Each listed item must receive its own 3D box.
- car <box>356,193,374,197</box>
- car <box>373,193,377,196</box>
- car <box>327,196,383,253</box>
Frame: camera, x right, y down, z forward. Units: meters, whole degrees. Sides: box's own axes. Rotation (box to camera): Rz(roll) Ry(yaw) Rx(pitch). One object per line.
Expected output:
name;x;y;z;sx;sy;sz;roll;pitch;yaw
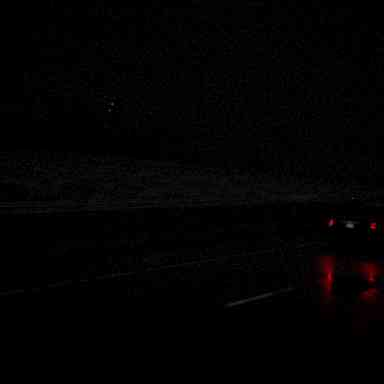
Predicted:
car;24.373;0.902;46.824;4.553;1.767;2.097;-1;0;-36
car;26.752;1.041;44.233;4.902;1.511;2.128;0;0;-36
car;7.426;1.214;13.162;4.553;1.767;2.097;-1;0;-35
